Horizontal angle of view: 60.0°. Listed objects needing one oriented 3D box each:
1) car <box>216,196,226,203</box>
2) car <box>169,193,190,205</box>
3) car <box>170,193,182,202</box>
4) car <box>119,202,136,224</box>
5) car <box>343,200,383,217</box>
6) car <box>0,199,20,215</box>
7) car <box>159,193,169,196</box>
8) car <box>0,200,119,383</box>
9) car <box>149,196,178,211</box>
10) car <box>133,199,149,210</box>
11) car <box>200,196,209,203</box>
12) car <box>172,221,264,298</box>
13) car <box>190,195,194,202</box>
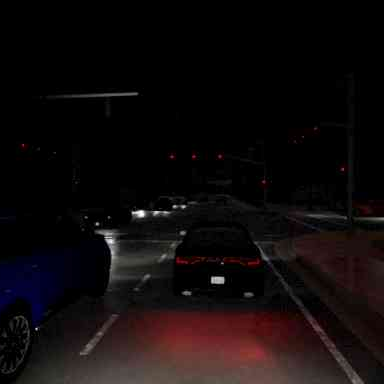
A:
[{"bbox_3d":[5.990,1.564,68.533,1.994,1.385,4.181,0,0,5],"label":"car"},{"bbox_3d":[-2.094,1.220,57.907,2.150,2.045,5.566,0,0,5],"label":"car"},{"bbox_3d":[-3.741,1.210,79.509,2.150,2.045,5.566,0,0,5],"label":"car"},{"bbox_3d":[-5.459,1.601,22.086,1.895,1.301,4.718,0,0,6],"label":"car"},{"bbox_3d":[16.775,1.478,30.962,5.008,1.535,1.882,0,0,5],"label":"car"},{"bbox_3d":[-20.424,1.477,33.814,5.008,1.535,1.882,0,0,6],"label":"car"},{"bbox_3d":[-5.075,1.223,63.930,2.150,2.045,5.566,0,0,5],"label":"car"},{"bbox_3d":[-3.069,1.221,5.509,2.150,2.045,5.566,0,0,3],"label":"car"},{"bbox_3d":[-3.477,1.547,41.387,2.033,1.411,5.357,0,0,5],"label":"car"},{"bbox_3d":[-6.833,1.601,43.274,1.895,1.301,4.718,0,0,5],"label":"car"},{"bbox_3d":[2.602,1.525,70.147,1.812,1.442,4.674,0,0,5],"label":"car"},{"bbox_3d":[0.654,1.478,8.615,1.882,1.535,5.008,0,0,4],"label":"car"},{"bbox_3d":[-0.750,1.355,73.207,2.097,1.767,4.553,0,0,5],"label":"car"}]
